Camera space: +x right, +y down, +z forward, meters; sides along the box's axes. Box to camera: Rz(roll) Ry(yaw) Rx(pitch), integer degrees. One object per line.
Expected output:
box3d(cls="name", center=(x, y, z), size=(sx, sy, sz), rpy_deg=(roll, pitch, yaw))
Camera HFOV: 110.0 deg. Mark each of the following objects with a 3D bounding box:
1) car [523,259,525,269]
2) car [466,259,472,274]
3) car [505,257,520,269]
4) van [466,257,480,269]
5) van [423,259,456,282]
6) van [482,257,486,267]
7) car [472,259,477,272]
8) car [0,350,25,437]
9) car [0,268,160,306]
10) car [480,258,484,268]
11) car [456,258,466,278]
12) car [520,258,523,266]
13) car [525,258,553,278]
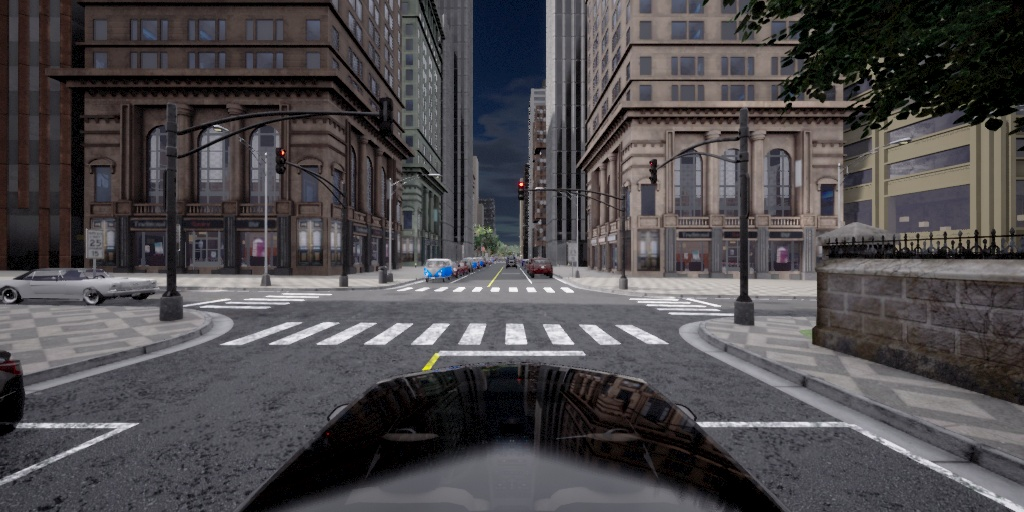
box3d(cls="car", center=(2.691, 1.092, 39.350), size=(2.192, 1.841, 5.009), rpy_deg=(0, 0, 0))
box3d(cls="car", center=(-5.834, 1.322, 39.324), size=(1.888, 1.381, 4.507), rpy_deg=(0, 0, 0))
box3d(cls="car", center=(-0.058, 1.312, 59.099), size=(1.837, 1.490, 4.892), rpy_deg=(0, 0, 1))
box3d(cls="van", center=(-5.855, 1.134, 50.207), size=(1.690, 1.789, 3.998), rpy_deg=(0, 0, 0))
box3d(cls="van", center=(-5.814, 1.105, 28.443), size=(1.690, 1.789, 3.998), rpy_deg=(0, 0, 0))
box3d(cls="van", center=(-5.876, 1.151, 61.090), size=(1.690, 1.789, 3.998), rpy_deg=(0, 0, 0))
box3d(cls="car", center=(-5.845, 1.351, 44.766), size=(1.948, 1.339, 4.313), rpy_deg=(0, 0, 0))
box3d(cls="car", center=(-5.762, 1.316, 1.786), size=(1.948, 1.339, 4.313), rpy_deg=(0, 0, 0))
box3d(cls="car", center=(-16.564, 1.120, 13.688), size=(4.718, 1.301, 1.895), rpy_deg=(1, 0, 0))
box3d(cls="car", center=(-5.866, 1.347, 55.649), size=(1.888, 1.381, 4.507), rpy_deg=(0, 0, 0))
box3d(cls="car", center=(-5.824, 1.210, 33.884), size=(1.967, 1.591, 4.097), rpy_deg=(0, 0, 0))
box3d(cls="car", center=(2.660, 1.352, 55.672), size=(2.007, 1.370, 4.403), rpy_deg=(0, 0, 0))
box3d(cls="car", center=(2.701, 1.085, 33.909), size=(2.192, 1.841, 5.009), rpy_deg=(0, 0, 0))
